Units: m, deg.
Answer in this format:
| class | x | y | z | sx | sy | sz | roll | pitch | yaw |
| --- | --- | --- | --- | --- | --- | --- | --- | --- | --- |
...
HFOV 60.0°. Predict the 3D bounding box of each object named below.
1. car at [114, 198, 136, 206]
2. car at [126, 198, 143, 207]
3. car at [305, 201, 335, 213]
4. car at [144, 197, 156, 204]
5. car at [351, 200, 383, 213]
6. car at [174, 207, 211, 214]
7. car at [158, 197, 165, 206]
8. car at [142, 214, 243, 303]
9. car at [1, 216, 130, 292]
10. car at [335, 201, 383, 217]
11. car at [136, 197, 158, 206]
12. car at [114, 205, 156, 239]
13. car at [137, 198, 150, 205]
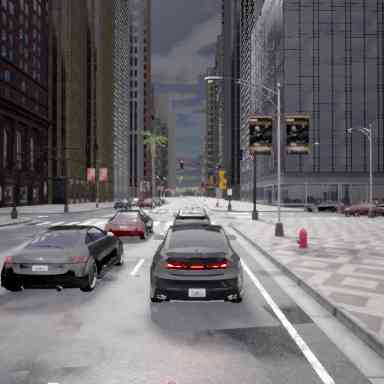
| class | x | y | z | sx | sy | sz | roll | pitch | yaw |
| --- | --- | --- | --- | --- | --- | --- | --- | --- | --- |
| car | -9.926 | 1.768 | 48.324 | 2.033 | 1.411 | 5.357 | 0 | 0 | 0 |
| car | -9.924 | 1.779 | 57.878 | 2.128 | 1.511 | 4.902 | 0 | 0 | 0 |
| car | 15.126 | 1.663 | 37.791 | 4.313 | 1.339 | 1.947 | 0 | 0 | -1 |
| car | -9.875 | 1.991 | 78.358 | 2.033 | 1.411 | 5.357 | 0 | 0 | 0 |
| car | 20.765 | 1.644 | 37.887 | 4.313 | 1.339 | 1.947 | 0 | 0 | -1 |
| car | 0.022 | 1.530 | 17.543 | 2.128 | 1.511 | 4.902 | 0 | 0 | 0 |
| car | -6.665 | 1.655 | 60.091 | 2.097 | 1.767 | 4.553 | 0 | 0 | 0 |
| car | 0.088 | 1.515 | 8.222 | 1.837 | 1.490 | 4.892 | 0 | 0 | 0 |
| car | -3.170 | 1.576 | 8.997 | 1.994 | 1.385 | 4.181 | 0 | 0 | 1 |
| car | 15.270 | 1.577 | 29.267 | 4.206 | 1.307 | 1.802 | 0 | 0 | -1 |
| car | -6.675 | 1.710 | 50.053 | 1.882 | 1.535 | 5.008 | 0 | 0 | 0 |
| car | -3.177 | 1.602 | 17.396 | 1.994 | 1.385 | 4.181 | 0 | 0 | 0 |
| car | -9.862 | 1.927 | 67.764 | 1.994 | 1.385 | 4.181 | 0 | 0 | 1 |
